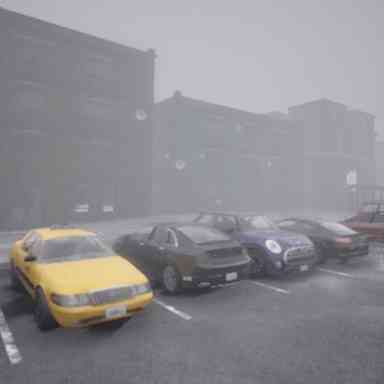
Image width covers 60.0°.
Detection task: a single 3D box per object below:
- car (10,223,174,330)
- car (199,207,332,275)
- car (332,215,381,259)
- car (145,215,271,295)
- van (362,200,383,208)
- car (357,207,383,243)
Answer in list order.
[{"bbox_3d":[-2.713,1.497,7.284,1.946,1.575,5.366,1,0,-35],"label":"car"},{"bbox_3d":[1.694,1.432,10.694,2.185,1.767,4.553,1,0,-35],"label":"car"},{"bbox_3d":[3.978,1.624,12.282,2.002,1.452,4.674,1,0,-36],"label":"car"},{"bbox_3d":[-0.552,1.530,9.046,2.231,1.521,4.892,1,0,-36],"label":"car"},{"bbox_3d":[10.759,1.438,17.266,1.878,1.987,4.442,1,0,-36],"label":"van"},{"bbox_3d":[8.491,1.667,15.540,2.163,1.488,4.792,1,0,-35],"label":"car"}]
